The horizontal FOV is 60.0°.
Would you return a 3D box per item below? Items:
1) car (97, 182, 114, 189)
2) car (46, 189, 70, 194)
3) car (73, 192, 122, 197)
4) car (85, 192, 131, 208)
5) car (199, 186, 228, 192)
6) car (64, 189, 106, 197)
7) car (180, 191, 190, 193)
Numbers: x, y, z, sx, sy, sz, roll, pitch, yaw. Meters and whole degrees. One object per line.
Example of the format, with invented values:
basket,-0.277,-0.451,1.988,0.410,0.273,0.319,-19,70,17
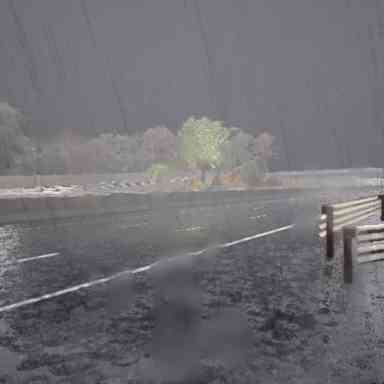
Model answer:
car,-18.575,-1.343,71.984,1.882,1.535,5.008,-1,4,18
car,-23.002,-0.276,57.602,1.895,1.301,4.718,-1,3,17
car,-8.121,0.835,30.892,1.837,1.490,4.892,0,1,37
car,-8.905,0.789,35.652,1.812,1.442,4.674,0,1,38
car,3.499,0.266,46.181,2.097,1.767,4.553,0,1,38
car,-12.234,0.766,37.046,1.882,1.535,5.008,0,1,37
car,-1.151,0.496,51.625,1.895,1.301,4.718,0,1,38
